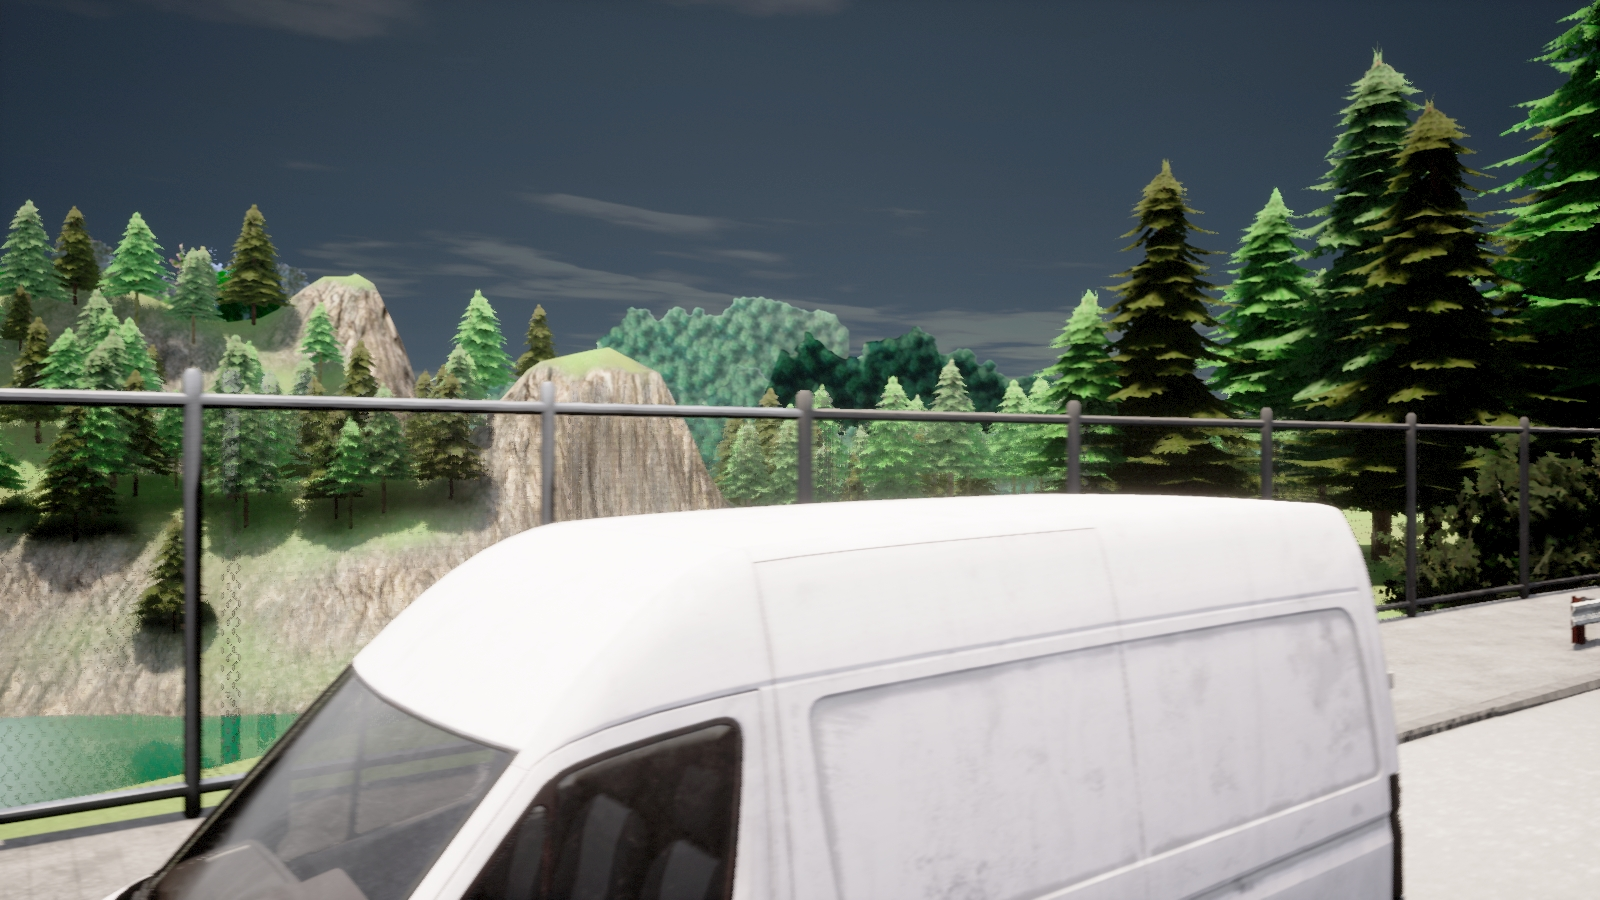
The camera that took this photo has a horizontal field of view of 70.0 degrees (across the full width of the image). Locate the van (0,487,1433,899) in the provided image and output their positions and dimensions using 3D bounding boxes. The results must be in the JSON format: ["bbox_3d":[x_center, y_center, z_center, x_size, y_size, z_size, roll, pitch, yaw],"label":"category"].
[{"bbox_3d":[-0.112,1.532,4.321,5.915,2.561,1.988,-1,0,-35],"label":"van"}]
